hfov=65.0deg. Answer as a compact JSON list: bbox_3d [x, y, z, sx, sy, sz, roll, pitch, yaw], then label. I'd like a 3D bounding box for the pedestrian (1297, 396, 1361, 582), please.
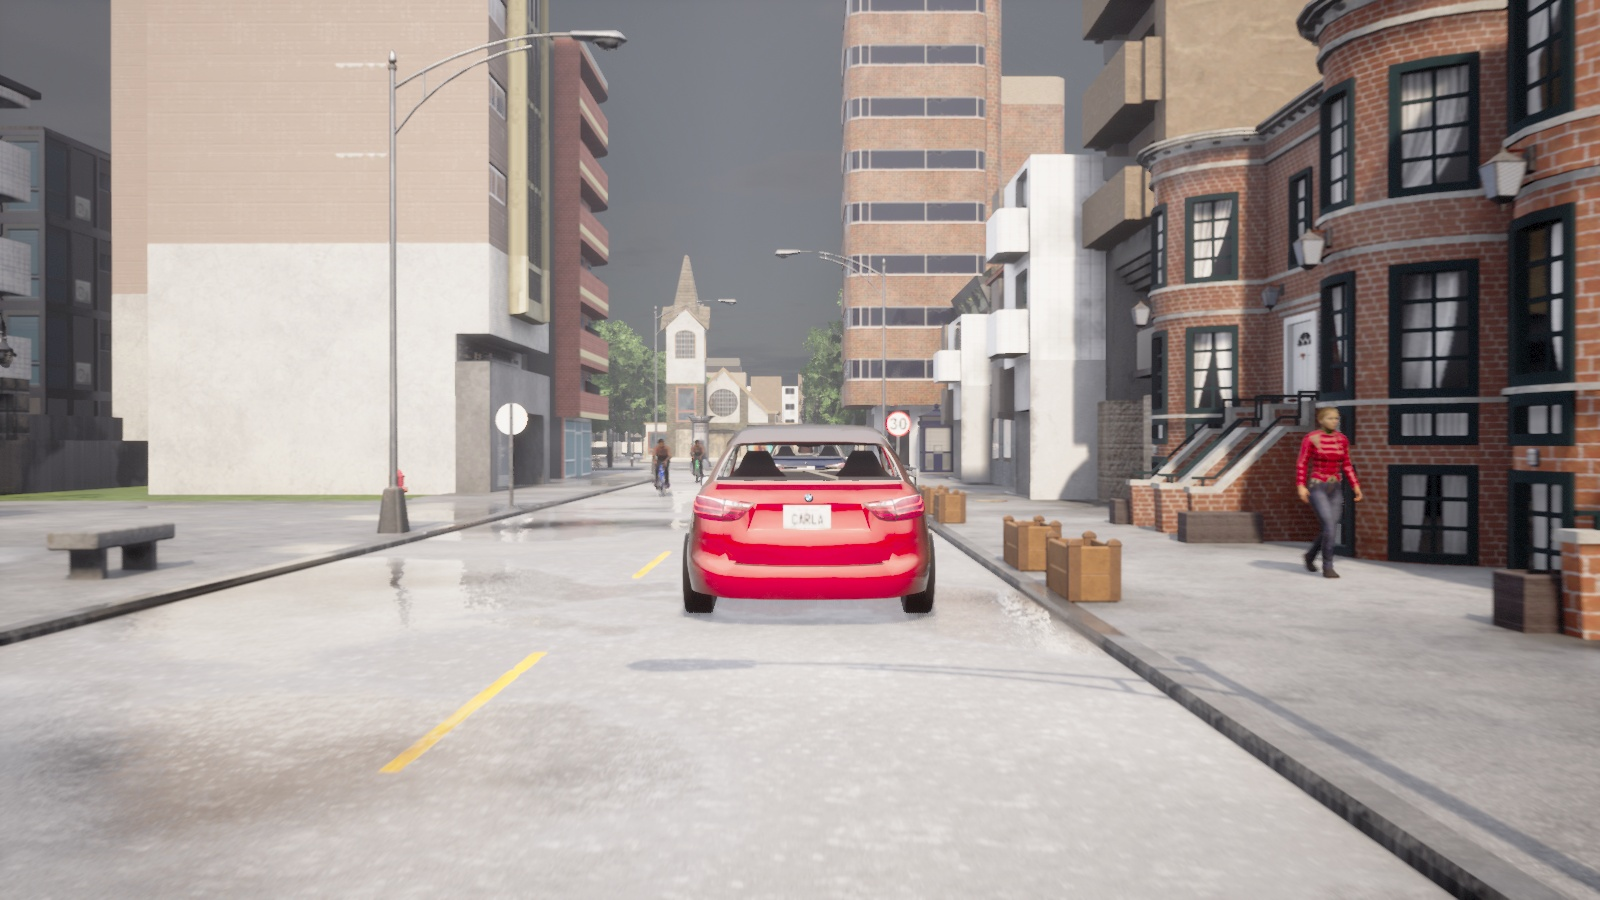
[{"bbox_3d":[5.406,0.388,12.850,0.331,1.846,0.636,0,0,-6],"label":"pedestrian"}]

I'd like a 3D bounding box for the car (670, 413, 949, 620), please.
[{"bbox_3d":[0.082,0.521,12.407,2.242,1.667,4.611,0,0,0],"label":"car"}]

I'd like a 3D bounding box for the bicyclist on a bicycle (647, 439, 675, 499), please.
[{"bbox_3d":[-3.828,0.501,34.635,0.582,1.620,1.656,0,1,0],"label":"bicyclist on a bicycle"}]
